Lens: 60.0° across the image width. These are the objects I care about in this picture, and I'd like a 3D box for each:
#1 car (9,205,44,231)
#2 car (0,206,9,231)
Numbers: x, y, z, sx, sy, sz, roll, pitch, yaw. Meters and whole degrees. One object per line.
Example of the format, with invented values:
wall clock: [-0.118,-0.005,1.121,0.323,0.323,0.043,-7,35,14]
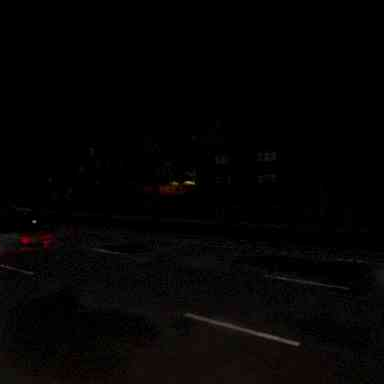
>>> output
car: [-10.898,1.528,20.370,4.674,1.442,1.812,0,0,36]
car: [-11.828,1.223,16.736,5.566,2.045,2.150,0,0,36]
